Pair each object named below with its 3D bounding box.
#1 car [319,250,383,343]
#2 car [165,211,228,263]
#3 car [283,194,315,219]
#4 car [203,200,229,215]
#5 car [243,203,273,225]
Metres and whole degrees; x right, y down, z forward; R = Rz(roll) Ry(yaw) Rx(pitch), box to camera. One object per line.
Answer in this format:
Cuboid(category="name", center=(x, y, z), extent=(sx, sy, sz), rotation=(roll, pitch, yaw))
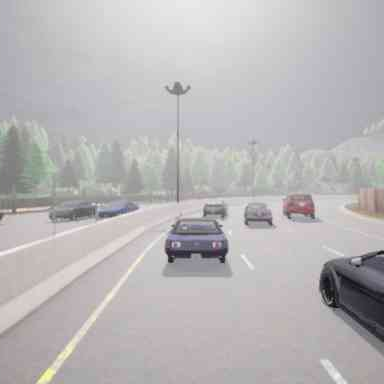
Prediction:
Cuboid(category="car", center=(3.602, 1.549, 5.176), extent=(1.994, 1.385, 4.181), rotation=(0, 0, 0))
Cuboid(category="car", center=(0.184, 1.567, 11.899), extent=(1.895, 1.301, 4.718), rotation=(0, 0, 1))
Cuboid(category="car", center=(9.093, 1.141, 28.484), extent=(2.150, 2.045, 5.566), rotation=(0, 0, 12))
Cuboid(category="car", center=(2.165, 1.409, 29.272), extent=(2.128, 1.511, 4.902), rotation=(0, 0, 11))
Cuboid(category="car", center=(4.655, 1.481, 23.558), extent=(2.033, 1.411, 5.357), rotation=(0, 0, 9))
